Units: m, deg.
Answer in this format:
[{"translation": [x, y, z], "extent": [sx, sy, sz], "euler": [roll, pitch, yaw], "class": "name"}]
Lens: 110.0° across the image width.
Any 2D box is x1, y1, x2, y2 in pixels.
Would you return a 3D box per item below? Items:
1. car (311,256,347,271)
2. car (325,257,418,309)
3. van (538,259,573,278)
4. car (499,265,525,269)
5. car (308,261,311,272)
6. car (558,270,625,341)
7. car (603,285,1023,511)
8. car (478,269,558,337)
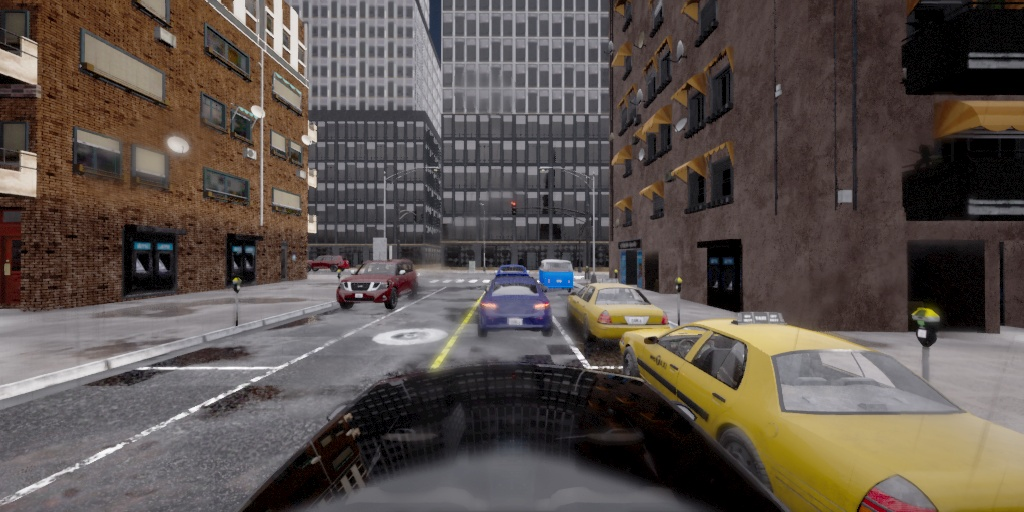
[{"translation": [-21.095, 0.863, 40.581], "extent": [5.009, 1.841, 2.192], "euler": [0, 0, -1], "class": "car"}, {"translation": [-5.379, 1.068, 15.070], "extent": [2.192, 1.841, 5.009], "euler": [0, 0, 0], "class": "car"}, {"translation": [2.468, 1.096, 20.755], "extent": [1.690, 1.789, 3.998], "euler": [0, 0, 0], "class": "van"}, {"translation": [0.007, 1.233, 20.424], "extent": [1.882, 1.535, 5.008], "euler": [0, 0, 0], "class": "car"}, {"translation": [-21.007, 1.084, 32.442], "extent": [4.207, 1.307, 1.802], "euler": [0, 0, -1], "class": "car"}, {"translation": [2.532, 1.277, 9.645], "extent": [1.751, 1.417, 4.829], "euler": [0, 0, 0], "class": "car"}, {"translation": [2.565, 1.276, 4.005], "extent": [1.751, 1.417, 4.829], "euler": [0, 0, 0], "class": "car"}, {"translation": [0.061, 1.277, 10.163], "extent": [1.812, 1.442, 4.674], "euler": [0, 0, -1], "class": "car"}]
